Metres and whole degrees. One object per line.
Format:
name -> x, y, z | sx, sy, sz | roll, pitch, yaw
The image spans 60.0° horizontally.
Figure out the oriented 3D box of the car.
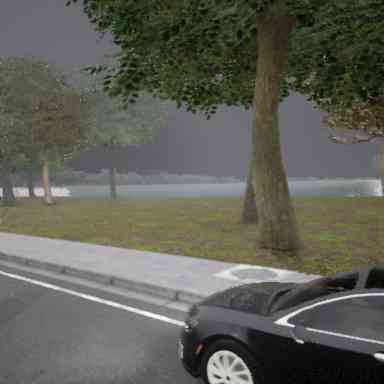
car -> 2.092, 1.506, 3.267 | 4.892, 1.490, 1.837 | 0, 0, 36
